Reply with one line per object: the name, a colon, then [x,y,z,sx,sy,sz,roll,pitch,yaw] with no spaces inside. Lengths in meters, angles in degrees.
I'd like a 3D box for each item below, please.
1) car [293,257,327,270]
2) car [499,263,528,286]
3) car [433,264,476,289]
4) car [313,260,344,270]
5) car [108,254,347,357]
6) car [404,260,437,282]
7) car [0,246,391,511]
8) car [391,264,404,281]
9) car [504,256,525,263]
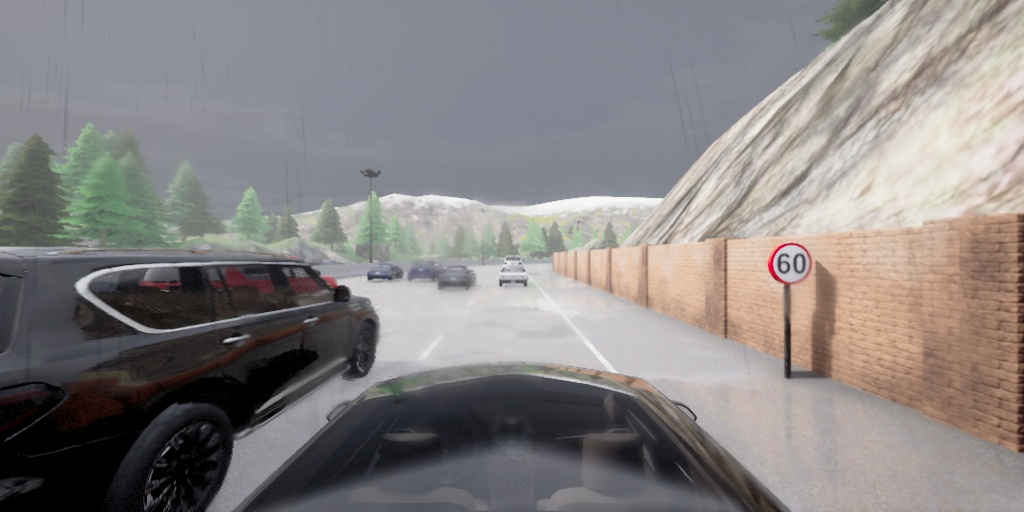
car: [-30.167,1.100,53.689,2.097,1.767,4.553,0,0,10]
car: [0.074,1.351,24.943,1.895,1.301,4.718,0,0,0]
car: [-3.424,1.314,22.900,1.994,1.385,4.181,0,0,0]
car: [-26.803,1.314,52.602,1.994,1.385,4.181,0,0,9]
car: [-6.912,0.972,9.875,2.150,2.045,5.566,0,0,0]
car: [-6.930,1.102,29.404,2.097,1.767,4.553,0,0,0]
car: [-3.413,0.967,4.105,2.150,2.045,5.566,0,-1,-1]
car: [-10.430,1.313,29.896,1.994,1.385,4.181,0,0,0]
car: [0.245,0.971,41.163,2.150,2.045,5.566,0,0,3]
